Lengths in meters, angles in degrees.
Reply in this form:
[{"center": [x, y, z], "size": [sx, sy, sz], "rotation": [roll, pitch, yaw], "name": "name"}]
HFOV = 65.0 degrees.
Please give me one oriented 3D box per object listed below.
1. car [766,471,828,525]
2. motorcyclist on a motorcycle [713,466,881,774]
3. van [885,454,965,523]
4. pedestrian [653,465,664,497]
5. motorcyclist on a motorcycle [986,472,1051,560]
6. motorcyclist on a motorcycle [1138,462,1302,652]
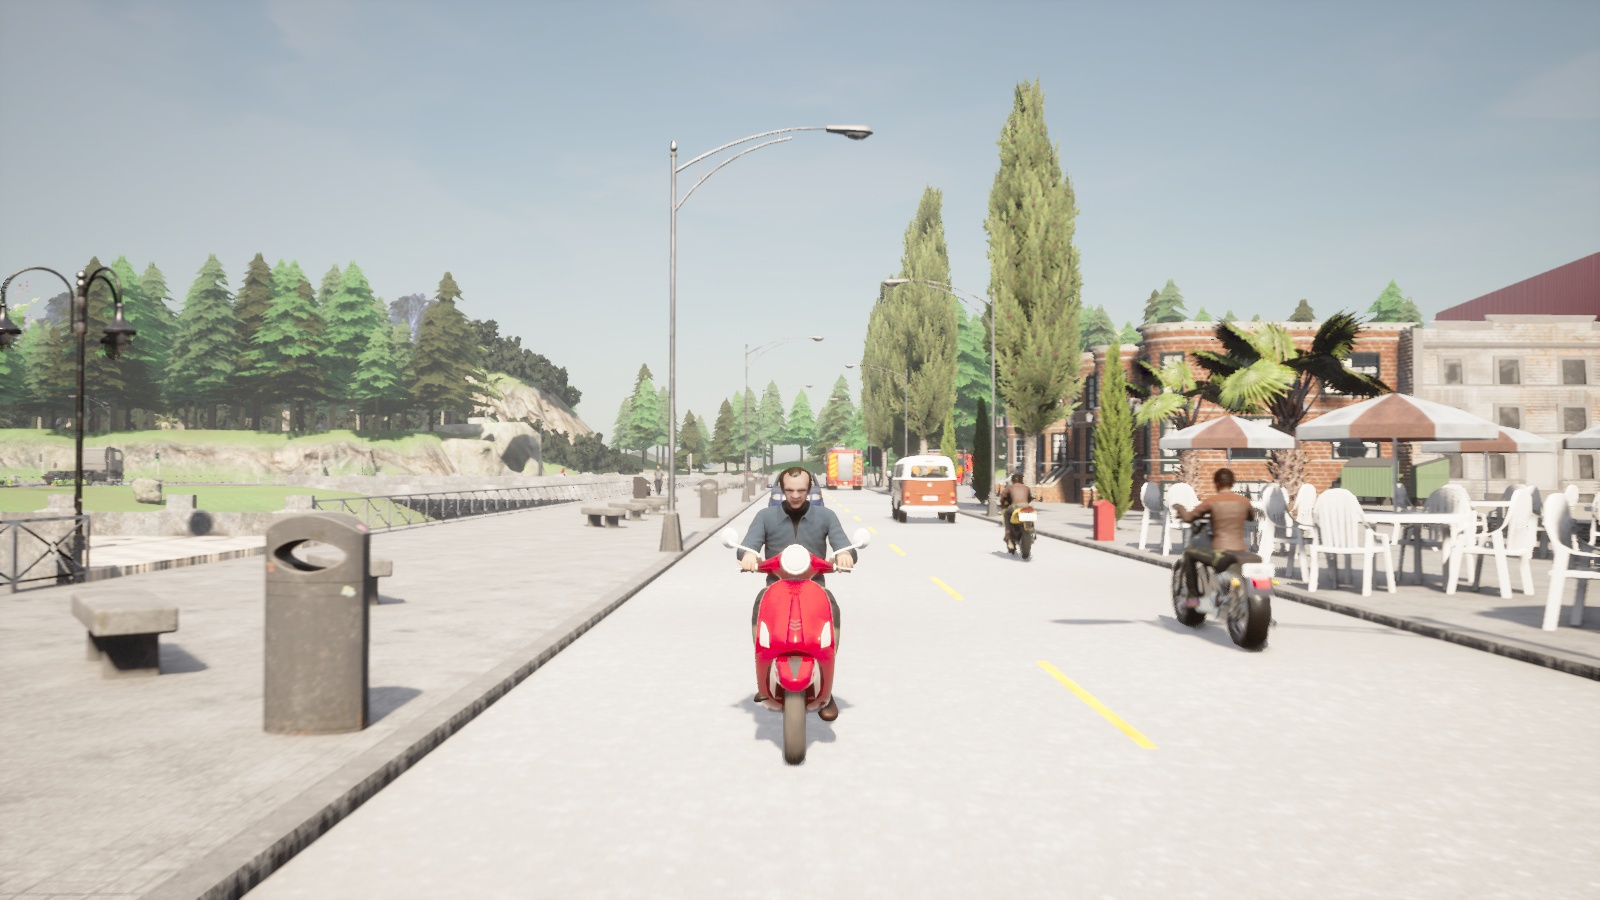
[{"center": [-0.099, 1.433, 38.203], "size": [1.789, 1.549, 3.705], "rotation": [0, -1, 0], "name": "car"}, {"center": [-0.020, 0.892, 7.407], "size": [0.866, 1.590, 1.817], "rotation": [0, -1, 0], "name": "motorcyclist on a motorcycle"}, {"center": [3.895, 1.190, 39.849], "size": [2.069, 2.038, 4.480], "rotation": [0, -1, 0], "name": "van"}, {"center": [-8.090, 1.763, 72.052], "size": [0.540, 1.848, 0.694], "rotation": [0, -1, 1], "name": "pedestrian"}, {"center": [3.940, 1.163, 22.793], "size": [0.797, 1.523, 2.044], "rotation": [0, -1, 0], "name": "motorcyclist on a motorcycle"}, {"center": [3.967, 0.952, 12.092], "size": [0.766, 1.649, 2.350], "rotation": [0, -1, 0], "name": "motorcyclist on a motorcycle"}]
